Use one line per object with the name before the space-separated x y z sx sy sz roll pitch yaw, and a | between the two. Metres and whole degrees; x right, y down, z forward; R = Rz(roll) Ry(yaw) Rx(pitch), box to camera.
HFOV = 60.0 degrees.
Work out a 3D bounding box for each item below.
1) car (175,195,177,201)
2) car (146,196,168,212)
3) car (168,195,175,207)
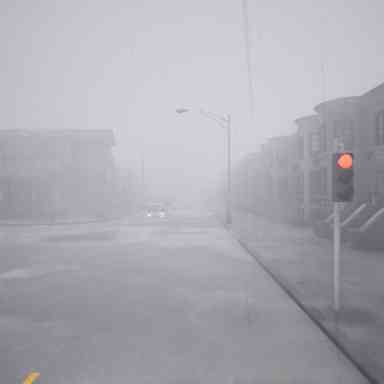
car | -4.082 1.229 66.914 2.097 1.767 4.553 0 0 0
car | -4.159 1.526 39.455 1.812 1.442 4.674 0 0 -1
car | -4.159 1.505 51.784 1.837 1.490 4.892 0 0 0
